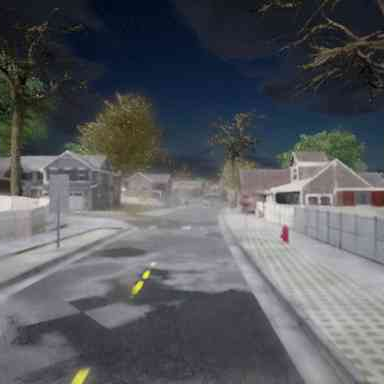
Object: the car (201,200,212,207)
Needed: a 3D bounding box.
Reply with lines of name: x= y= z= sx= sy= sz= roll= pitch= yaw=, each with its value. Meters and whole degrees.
car: x=3.189 y=2.419 z=71.021 sx=1.812 sy=1.442 sz=4.674 roll=0 pitch=-1 yaw=9
